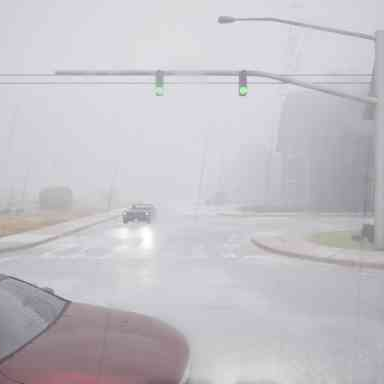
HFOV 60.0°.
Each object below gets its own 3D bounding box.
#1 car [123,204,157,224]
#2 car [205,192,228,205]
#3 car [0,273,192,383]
[{"bbox_3d":[-3.706,1.520,24.084,1.895,1.301,4.718,0,0,0],"label":"car"},{"bbox_3d":[3.888,0.986,52.708,1.905,1.878,3.866,-8,4,-43],"label":"car"},{"bbox_3d":[-2.336,1.570,3.200,4.674,1.442,1.812,0,0,1],"label":"car"}]
